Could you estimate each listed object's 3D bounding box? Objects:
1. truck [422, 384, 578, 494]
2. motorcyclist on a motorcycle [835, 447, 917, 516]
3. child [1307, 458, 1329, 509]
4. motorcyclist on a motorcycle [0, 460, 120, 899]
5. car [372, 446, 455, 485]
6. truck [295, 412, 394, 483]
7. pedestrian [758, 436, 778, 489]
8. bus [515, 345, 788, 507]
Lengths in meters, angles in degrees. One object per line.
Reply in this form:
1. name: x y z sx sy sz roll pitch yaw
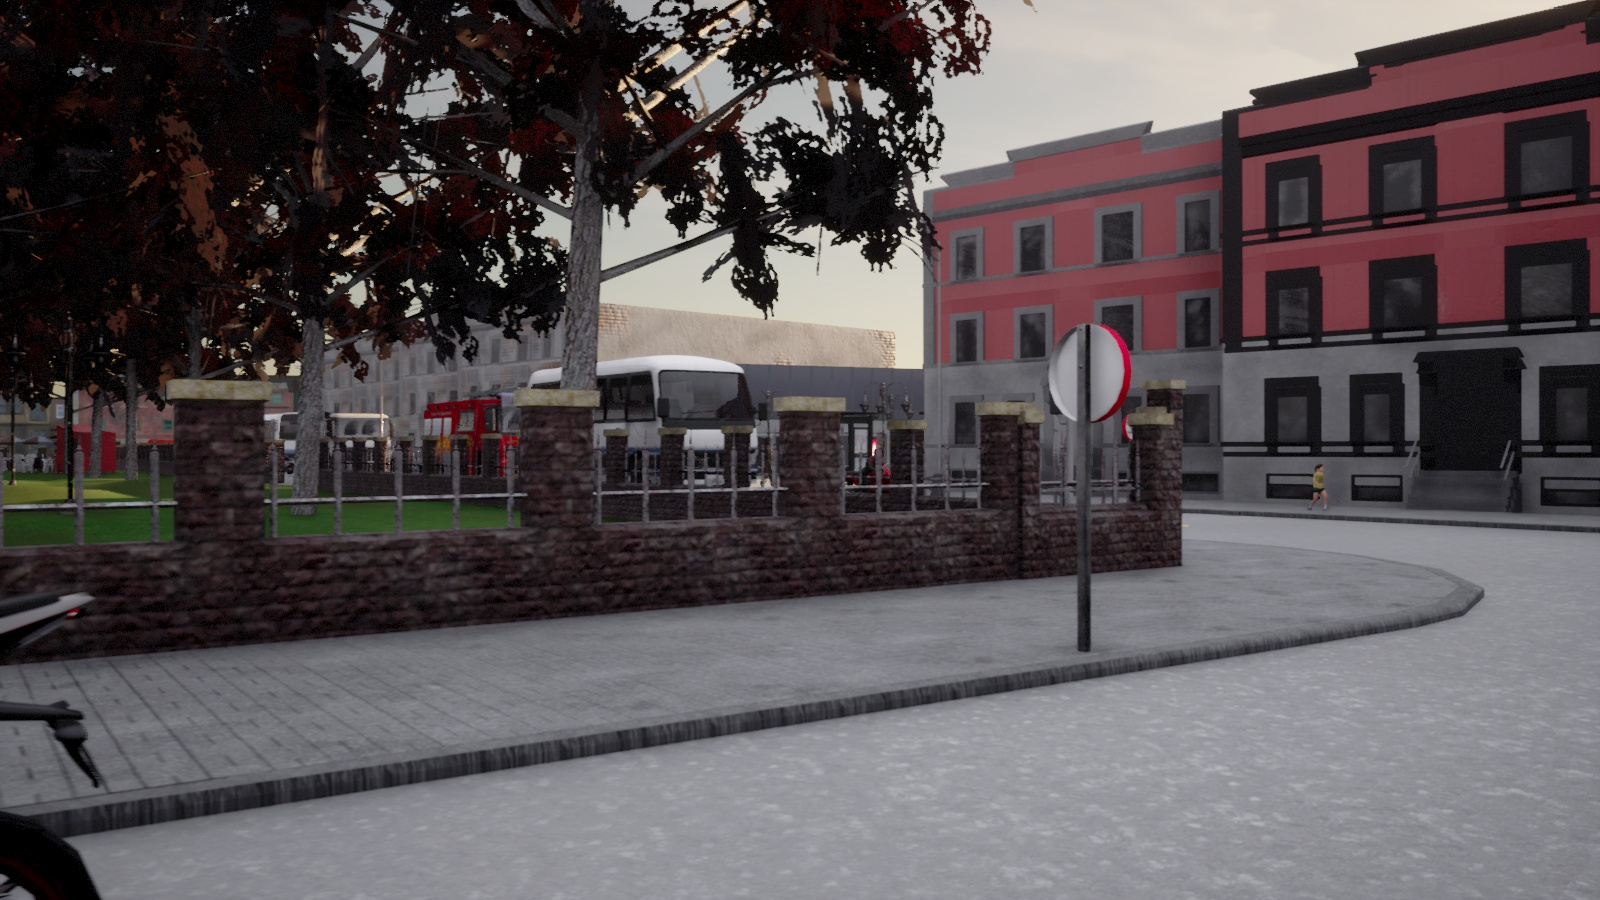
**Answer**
1. truck: -11.669 -0.366 48.105 2.891 3.827 8.468 0 0 -35
2. motorcyclist on a motorcycle: 1.733 0.705 28.895 0.797 1.523 2.044 0 0 -35
3. child: 11.446 0.744 27.737 0.255 1.110 0.394 0 0 -19
4. motorcyclist on a motorcycle: -2.633 0.796 2.461 2.191 1.530 0.866 0 0 -36
5. car: -17.397 0.675 56.331 2.242 1.667 4.611 0 0 -35
6. truck: -23.884 -0.115 65.622 2.891 3.462 7.936 0 0 -35
7. pedestrian: -1.159 0.444 45.572 0.395 1.930 0.692 0 0 -33
8. bus: -4.878 -0.616 38.354 3.944 4.253 10.273 0 0 -35
